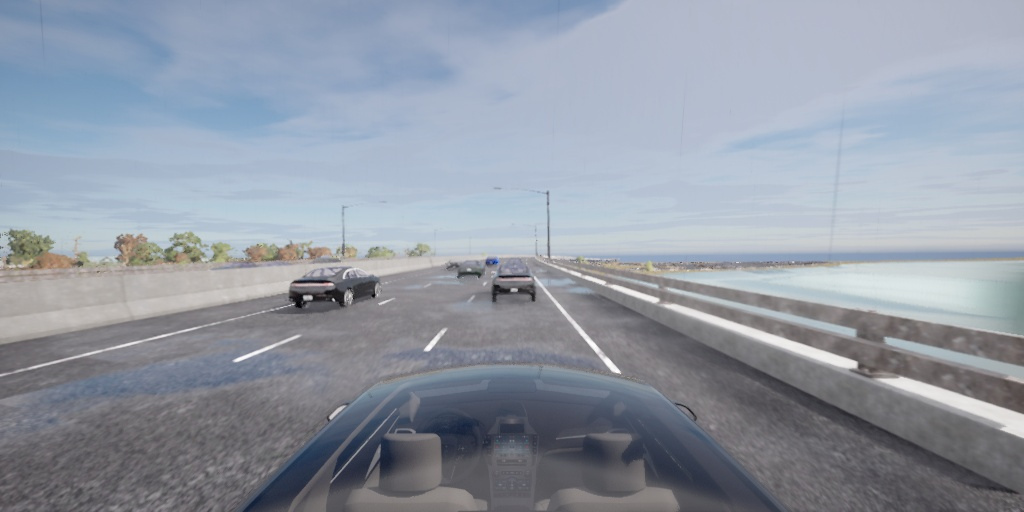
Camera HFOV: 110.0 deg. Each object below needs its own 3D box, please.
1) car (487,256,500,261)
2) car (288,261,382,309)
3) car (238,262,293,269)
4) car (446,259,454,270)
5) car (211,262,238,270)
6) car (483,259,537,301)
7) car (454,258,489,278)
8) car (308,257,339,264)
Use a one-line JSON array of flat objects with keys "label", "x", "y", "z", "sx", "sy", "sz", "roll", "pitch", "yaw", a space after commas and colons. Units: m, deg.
[{"label": "car", "x": -2.896, "y": 0.714, "z": 53.812, "sx": 1.882, "sy": 1.535, "sz": 5.008, "roll": -1, "pitch": 1, "yaw": 1}, {"label": "car", "x": -6.917, "y": 1.173, "z": 14.582, "sx": 2.128, "sy": 1.511, "sz": 4.902, "roll": -1, "pitch": 1, "yaw": 0}, {"label": "car", "x": -20.992, "y": 1.207, "z": 31.781, "sx": 2.033, "sy": 1.411, "sz": 5.357, "roll": -1, "pitch": 1, "yaw": 1}, {"label": "car", "x": -6.622, "y": 0.980, "z": 43.597, "sx": 1.895, "sy": 1.301, "sz": 4.718, "roll": -1, "pitch": 1, "yaw": 1}, {"label": "car", "x": -24.480, "y": 1.242, "z": 32.198, "sx": 2.033, "sy": 1.411, "sz": 5.357, "roll": -1, "pitch": 1, "yaw": 1}, {"label": "car", "x": 0.082, "y": 1.078, "z": 16.182, "sx": 2.128, "sy": 1.511, "sz": 4.902, "roll": -1, "pitch": 1, "yaw": 0}, {"label": "car", "x": -3.317, "y": 1.041, "z": 30.003, "sx": 1.994, "sy": 1.385, "sz": 4.181, "roll": -1, "pitch": 1, "yaw": 1}, {"label": "car", "x": -17.467, "y": 0.957, "z": 33.078, "sx": 2.097, "sy": 1.767, "sz": 4.553, "roll": -1, "pitch": 1, "yaw": 1}]
